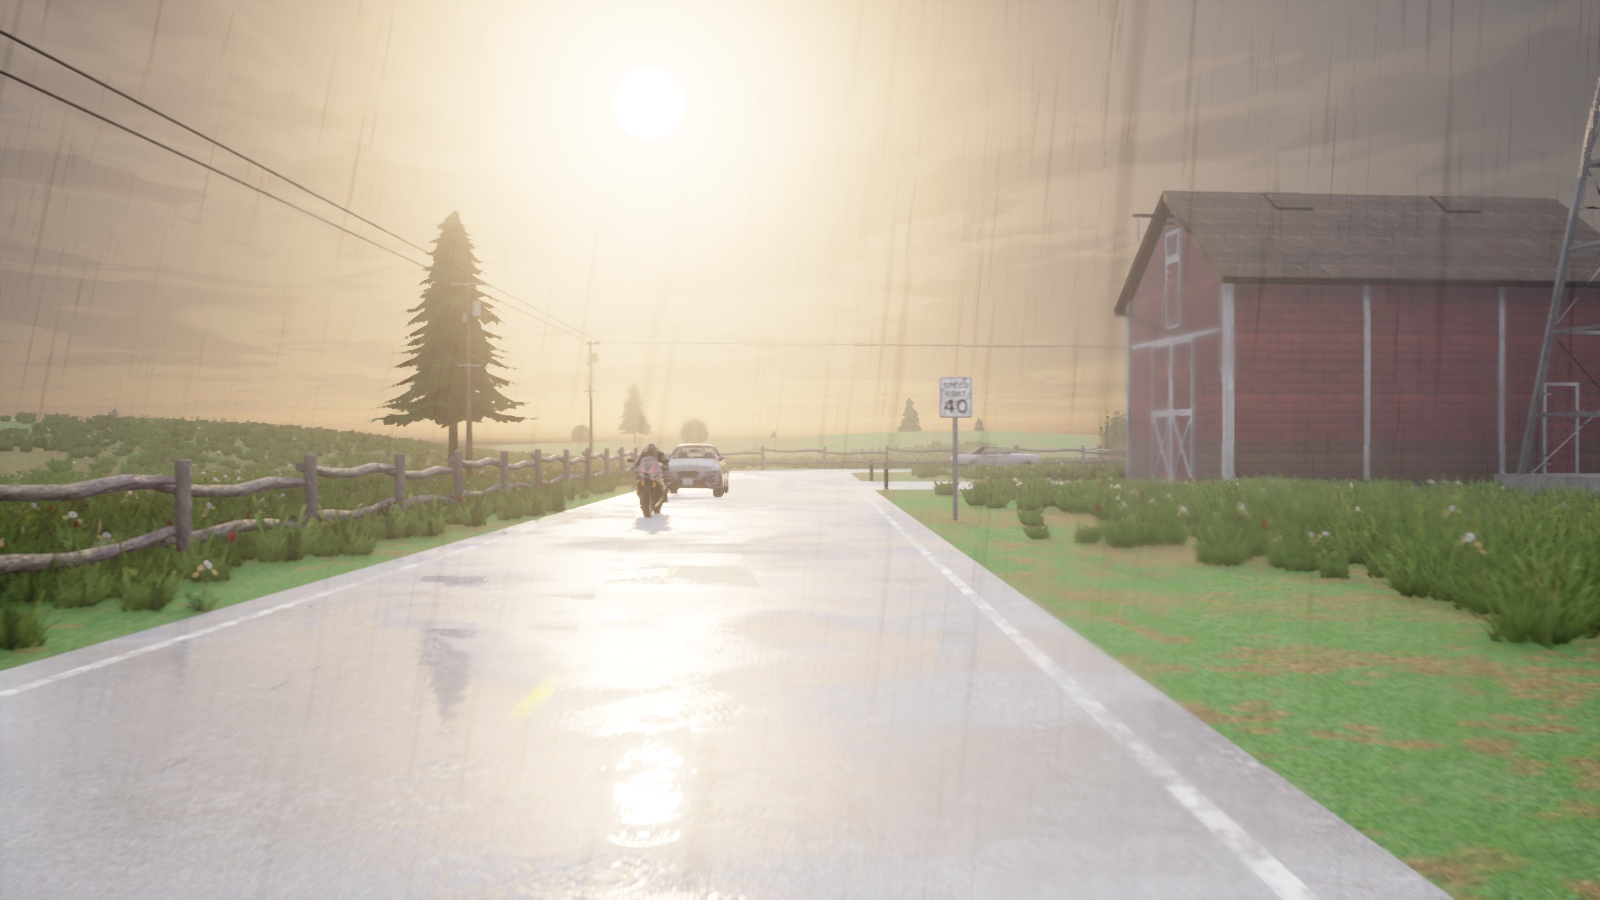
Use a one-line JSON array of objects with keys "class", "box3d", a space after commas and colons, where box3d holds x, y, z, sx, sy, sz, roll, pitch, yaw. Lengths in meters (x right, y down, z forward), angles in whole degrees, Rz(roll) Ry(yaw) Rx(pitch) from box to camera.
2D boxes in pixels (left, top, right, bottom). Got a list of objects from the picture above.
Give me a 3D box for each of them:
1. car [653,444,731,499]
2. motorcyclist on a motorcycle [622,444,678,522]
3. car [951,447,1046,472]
[{"class": "car", "box3d": [-2.993, 0.558, 35.508, 1.816, 1.474, 4.193, 0, 0, 0]}, {"class": "motorcyclist on a motorcycle", "box3d": [-3.046, 0.634, 25.699, 0.866, 1.530, 2.191, 0, 0, 0]}, {"class": "car", "box3d": [10.490, 0.480, 66.578, 4.718, 1.301, 1.895, 0, 0, -3]}]
